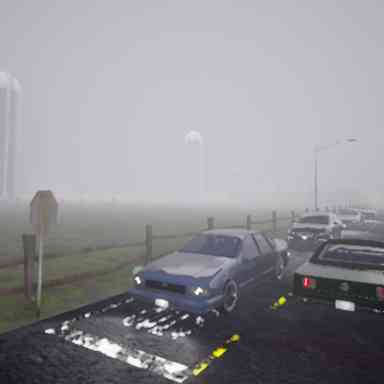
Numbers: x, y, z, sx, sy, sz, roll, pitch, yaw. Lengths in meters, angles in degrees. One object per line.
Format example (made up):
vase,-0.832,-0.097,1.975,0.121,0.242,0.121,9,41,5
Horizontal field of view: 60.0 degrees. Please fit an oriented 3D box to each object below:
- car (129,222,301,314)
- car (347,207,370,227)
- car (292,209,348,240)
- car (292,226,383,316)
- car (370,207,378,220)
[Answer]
car,0.889,1.668,8.275,2.033,1.411,5.357,0,-1,33
car,12.048,2.016,25.458,2.033,1.411,5.357,0,-1,33
car,6.248,1.793,16.531,1.837,1.490,4.892,0,-1,33
car,3.882,1.730,7.663,1.895,1.301,4.718,0,-1,33
car,18.420,2.231,35.166,1.994,1.385,4.181,0,-1,33
